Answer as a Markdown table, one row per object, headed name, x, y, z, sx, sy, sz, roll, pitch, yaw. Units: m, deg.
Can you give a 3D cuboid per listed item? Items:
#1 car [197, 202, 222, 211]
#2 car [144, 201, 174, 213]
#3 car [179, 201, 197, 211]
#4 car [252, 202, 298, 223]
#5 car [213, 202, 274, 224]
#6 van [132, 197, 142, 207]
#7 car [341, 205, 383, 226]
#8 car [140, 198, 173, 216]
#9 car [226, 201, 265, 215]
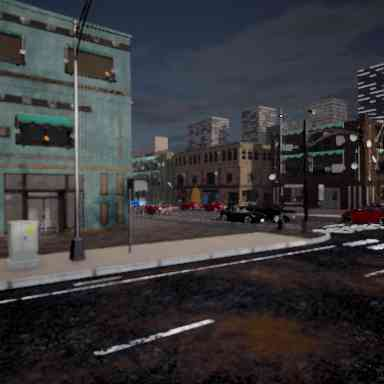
| name | x | y | z | sx | sy | sz | roll | pitch | yaw |
| --- | --- | --- | --- | --- | --- | --- | --- | --- | --- |
| car | 2.956 | 1.891 | 43.230 | 1.802 | 1.307 | 4.206 | -2 | 0 | -35 |
| car | -4.352 | 1.983 | 43.539 | 1.994 | 1.385 | 4.181 | -1 | 0 | -35 |
| car | -0.253 | 1.953 | 47.739 | 1.802 | 1.307 | 4.206 | -2 | 0 | -35 |
| car | 6.556 | 1.684 | 28.198 | 1.882 | 1.535 | 5.008 | -1 | 0 | -35 |
| car | 4.076 | 1.806 | 26.992 | 1.947 | 1.339 | 4.313 | -2 | 0 | -35 |
| van | -9.887 | 1.893 | 61.268 | 1.690 | 1.788 | 3.998 | -1 | 0 | -35 |
| car | 13.063 | 1.637 | 24.104 | 1.994 | 1.385 | 4.181 | -1 | -1 | -29 |
| car | -3.874 | 1.837 | 38.368 | 1.967 | 1.590 | 4.097 | -2 | 0 | -35 |
| car | 6.165 | 1.797 | 38.719 | 2.008 | 1.369 | 4.403 | -2 | 0 | -35 |
